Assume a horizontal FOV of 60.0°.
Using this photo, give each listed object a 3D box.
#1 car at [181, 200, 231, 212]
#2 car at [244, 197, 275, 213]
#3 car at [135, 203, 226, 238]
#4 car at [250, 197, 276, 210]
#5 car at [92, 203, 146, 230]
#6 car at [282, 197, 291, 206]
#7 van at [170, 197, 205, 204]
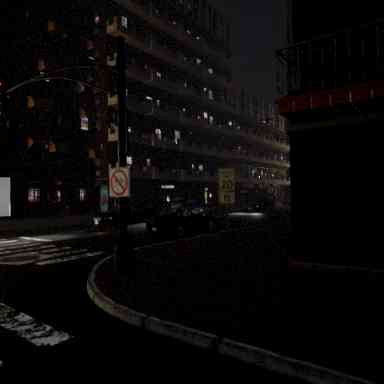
[{"bbox_3d":[1.404,1.574,28.608,1.895,1.301,4.718,-1,-1,36],"label":"car"},{"bbox_3d":[7.458,1.478,37.012,1.812,1.442,4.674,-1,-1,36],"label":"car"},{"bbox_3d":[-0.433,1.435,16.780,2.008,1.369,4.403,-1,-1,36],"label":"car"},{"bbox_3d":[9.428,1.431,43.993,1.967,1.590,4.097,-1,-1,36],"label":"car"},{"bbox_3d":[-4.063,1.486,21.028,2.128,1.511,4.902,-1,-1,35],"label":"car"},{"bbox_3d":[15.835,1.496,52.899,1.752,1.417,4.829,-1,-1,36],"label":"car"},{"bbox_3d":[-0.330,1.365,30.425,1.690,1.788,3.998,-1,-1,36],"label":"van"}]
